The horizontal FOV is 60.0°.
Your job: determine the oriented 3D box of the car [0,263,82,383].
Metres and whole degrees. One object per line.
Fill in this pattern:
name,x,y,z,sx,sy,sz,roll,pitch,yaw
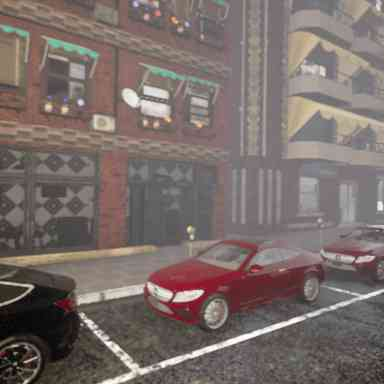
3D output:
car,-3.445,1.557,3.631,4.313,1.339,1.947,1,0,-36

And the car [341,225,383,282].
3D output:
car,5.586,1.693,10.080,4.206,1.307,1.802,1,0,-36

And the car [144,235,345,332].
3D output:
car,1.070,1.633,6.855,4.206,1.307,1.802,1,0,-36
